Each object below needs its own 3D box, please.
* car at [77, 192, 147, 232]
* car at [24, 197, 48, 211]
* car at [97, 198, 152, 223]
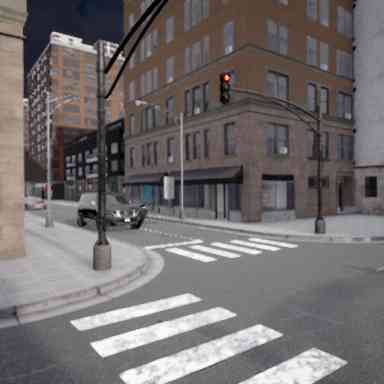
[{"bbox_3d":[-4.883,1.053,19.108,2.150,2.045,5.566,-1,1,-36],"label":"car"},{"bbox_3d":[-17.153,1.243,36.133,1.812,1.442,4.674,-1,1,-36],"label":"car"},{"bbox_3d":[-5.078,1.290,24.449,2.128,1.511,4.902,0,0,-37],"label":"car"}]
